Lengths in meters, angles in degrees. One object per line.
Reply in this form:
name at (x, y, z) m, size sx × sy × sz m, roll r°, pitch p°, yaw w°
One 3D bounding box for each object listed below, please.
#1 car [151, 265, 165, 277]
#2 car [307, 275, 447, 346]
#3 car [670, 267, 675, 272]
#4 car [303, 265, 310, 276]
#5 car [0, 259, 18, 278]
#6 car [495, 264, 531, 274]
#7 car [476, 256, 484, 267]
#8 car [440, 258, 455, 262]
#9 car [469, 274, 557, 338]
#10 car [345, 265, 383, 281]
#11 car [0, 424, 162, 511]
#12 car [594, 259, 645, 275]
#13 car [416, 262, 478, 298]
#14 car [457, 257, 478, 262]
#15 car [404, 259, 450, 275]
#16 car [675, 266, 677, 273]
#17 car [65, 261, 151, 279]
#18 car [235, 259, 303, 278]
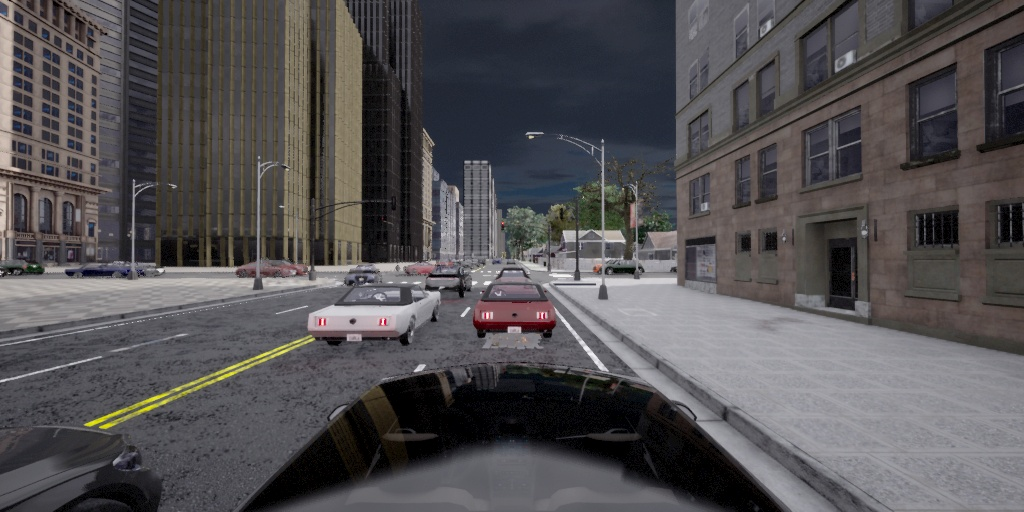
car at (-35.290, 1.231, 33.370) m, size 4.902 × 1.511 × 2.128 m, roll 0°, pitch -1°, yaw -5°
car at (-3.173, 1.352, 9.428) m, size 1.895 × 1.301 × 4.718 m, roll 0°, pitch 0°, yaw 0°
car at (21.115, 1.353, 41.158) m, size 5.357 × 1.411 × 2.033 m, roll 0°, pitch -1°, yaw 0°
car at (-21.934, 1.092, 34.256) m, size 4.553 × 1.767 × 2.097 m, roll 0°, pitch -1°, yaw -3°
car at (-48.342, 1.241, 32.043) m, size 4.892 × 1.490 × 1.837 m, roll 0°, pitch -1°, yaw -7°
car at (0.055, 1.316, 18.904) m, size 1.994 × 1.385 × 4.181 m, roll 0°, pitch 0°, yaw 0°
car at (-6.715, 1.258, 64.556) m, size 1.837 × 1.490 × 4.892 m, roll 0°, pitch 0°, yaw 0°
car at (-9.968, 1.105, 52.593) m, size 2.097 × 1.767 × 4.553 m, roll 0°, pitch 0°, yaw 0°
car at (0.061, 1.351, 10.147) m, size 1.895 × 1.301 × 4.718 m, roll 0°, pitch 0°, yaw 0°
car at (-10.205, 1.316, 25.044) m, size 1.994 × 1.385 × 4.181 m, roll 0°, pitch 0°, yaw -15°
car at (-3.143, 1.275, 0.286) m, size 1.812 × 1.442 × 4.674 m, roll 0°, pitch 0°, yaw 0°
car at (11.519, 1.124, 37.947) m, size 4.553 × 1.767 × 2.097 m, roll 0°, pitch -1°, yaw 0°
car at (-3.192, 1.243, 18.682) m, size 2.128 × 1.511 × 4.902 m, roll 0°, pitch 0°, yaw 0°
car at (-6.718, 1.258, 54.417) m, size 1.837 × 1.490 × 4.892 m, roll 0°, pitch 0°, yaw 0°
car at (-9.086, 1.316, 37.417) m, size 4.181 × 1.385 × 1.994 m, roll 0°, pitch 0°, yaw -28°
car at (20.476, 1.264, 37.910) m, size 4.902 × 1.511 × 2.128 m, roll 0°, pitch -1°, yaw 0°
car at (-34.093, 1.307, 30.216) m, size 4.718 × 1.301 × 1.895 m, roll 0°, pitch -1°, yaw -5°
car at (-21.221, 1.233, 31.006) m, size 4.674 × 1.442 × 1.812 m, roll 0°, pitch -1°, yaw -2°
